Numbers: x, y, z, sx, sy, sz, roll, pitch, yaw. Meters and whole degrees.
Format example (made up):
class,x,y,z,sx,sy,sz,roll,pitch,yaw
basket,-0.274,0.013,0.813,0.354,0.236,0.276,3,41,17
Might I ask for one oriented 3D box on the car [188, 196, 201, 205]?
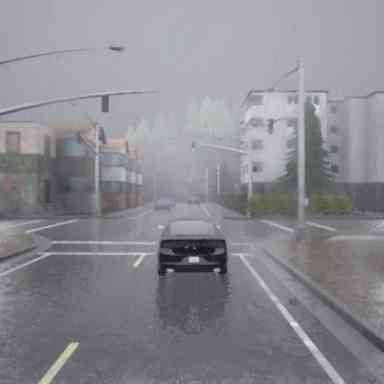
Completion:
class,x,y,z,sx,sy,sz,roll,pitch,yaw
car,0.495,1.552,64.016,2.097,1.767,4.553,0,0,7

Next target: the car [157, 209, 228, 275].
class,x,y,z,sx,sy,sz,roll,pitch,yaw
car,-0.067,1.511,10.613,1.882,1.535,5.008,0,0,-3

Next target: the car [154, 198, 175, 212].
class,x,y,z,sx,sy,sz,roll,pitch,yaw
car,-3.593,1.608,41.711,1.882,1.535,5.008,0,0,0
